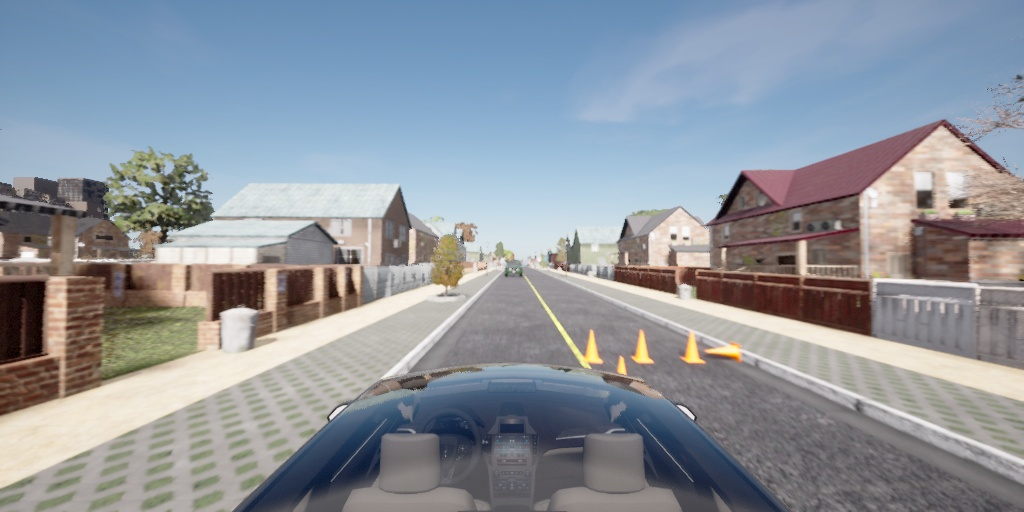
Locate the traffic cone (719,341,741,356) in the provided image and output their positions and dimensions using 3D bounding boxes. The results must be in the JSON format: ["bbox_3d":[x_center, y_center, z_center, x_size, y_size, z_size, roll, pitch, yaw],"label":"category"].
[{"bbox_3d":[4.467,1.623,7.172,0.340,0.580,0.340,0,0,0],"label":"traffic cone"}]

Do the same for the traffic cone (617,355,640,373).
[{"bbox_3d":[1.583,1.754,5.184,0.340,0.580,0.340,0,0,0],"label":"traffic cone"}]

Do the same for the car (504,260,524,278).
[{"bbox_3d":[0.238,1.473,43.004,2.150,2.045,5.566,0,-1,0],"label":"car"}]

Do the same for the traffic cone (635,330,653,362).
[{"bbox_3d":[2.594,1.783,7.178,0.340,0.580,0.340,0,0,0],"label":"traffic cone"}]

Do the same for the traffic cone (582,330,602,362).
[{"bbox_3d":[1.595,1.776,7.184,0.340,0.580,0.340,0,0,0],"label":"traffic cone"}]

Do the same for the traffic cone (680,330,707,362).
[{"bbox_3d":[3.594,1.789,7.172,0.340,0.580,0.340,0,0,0],"label":"traffic cone"}]
